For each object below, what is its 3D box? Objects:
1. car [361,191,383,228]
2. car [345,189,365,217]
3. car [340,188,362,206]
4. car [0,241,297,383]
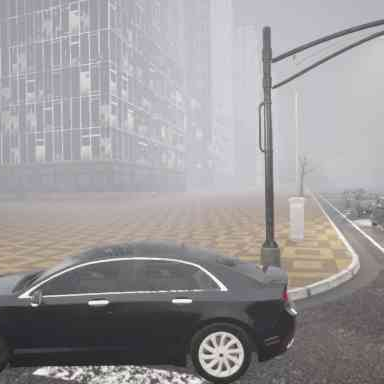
[{"bbox_3d":[9.054,0.928,14.386,2.128,1.511,4.902,-1,2,18],"label":"car"},{"bbox_3d":[11.110,0.759,20.678,1.994,1.385,4.181,-1,2,17],"label":"car"},{"bbox_3d":[13.112,0.454,26.740,2.128,1.511,4.902,-1,2,18],"label":"car"},{"bbox_3d":[-1.047,1.505,4.762,4.892,1.490,1.837,0,0,0],"label":"car"}]
